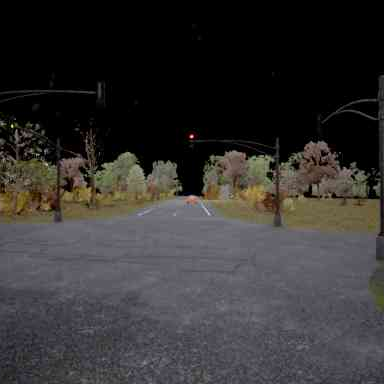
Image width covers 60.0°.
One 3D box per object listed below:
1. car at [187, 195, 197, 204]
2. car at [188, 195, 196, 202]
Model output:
[{"bbox_3d":[0.018,1.424,68.007,2.097,1.767,4.553,0,0,0],"label":"car"},{"bbox_3d":[0.020,1.449,78.042,1.812,1.442,4.674,0,0,0],"label":"car"}]
